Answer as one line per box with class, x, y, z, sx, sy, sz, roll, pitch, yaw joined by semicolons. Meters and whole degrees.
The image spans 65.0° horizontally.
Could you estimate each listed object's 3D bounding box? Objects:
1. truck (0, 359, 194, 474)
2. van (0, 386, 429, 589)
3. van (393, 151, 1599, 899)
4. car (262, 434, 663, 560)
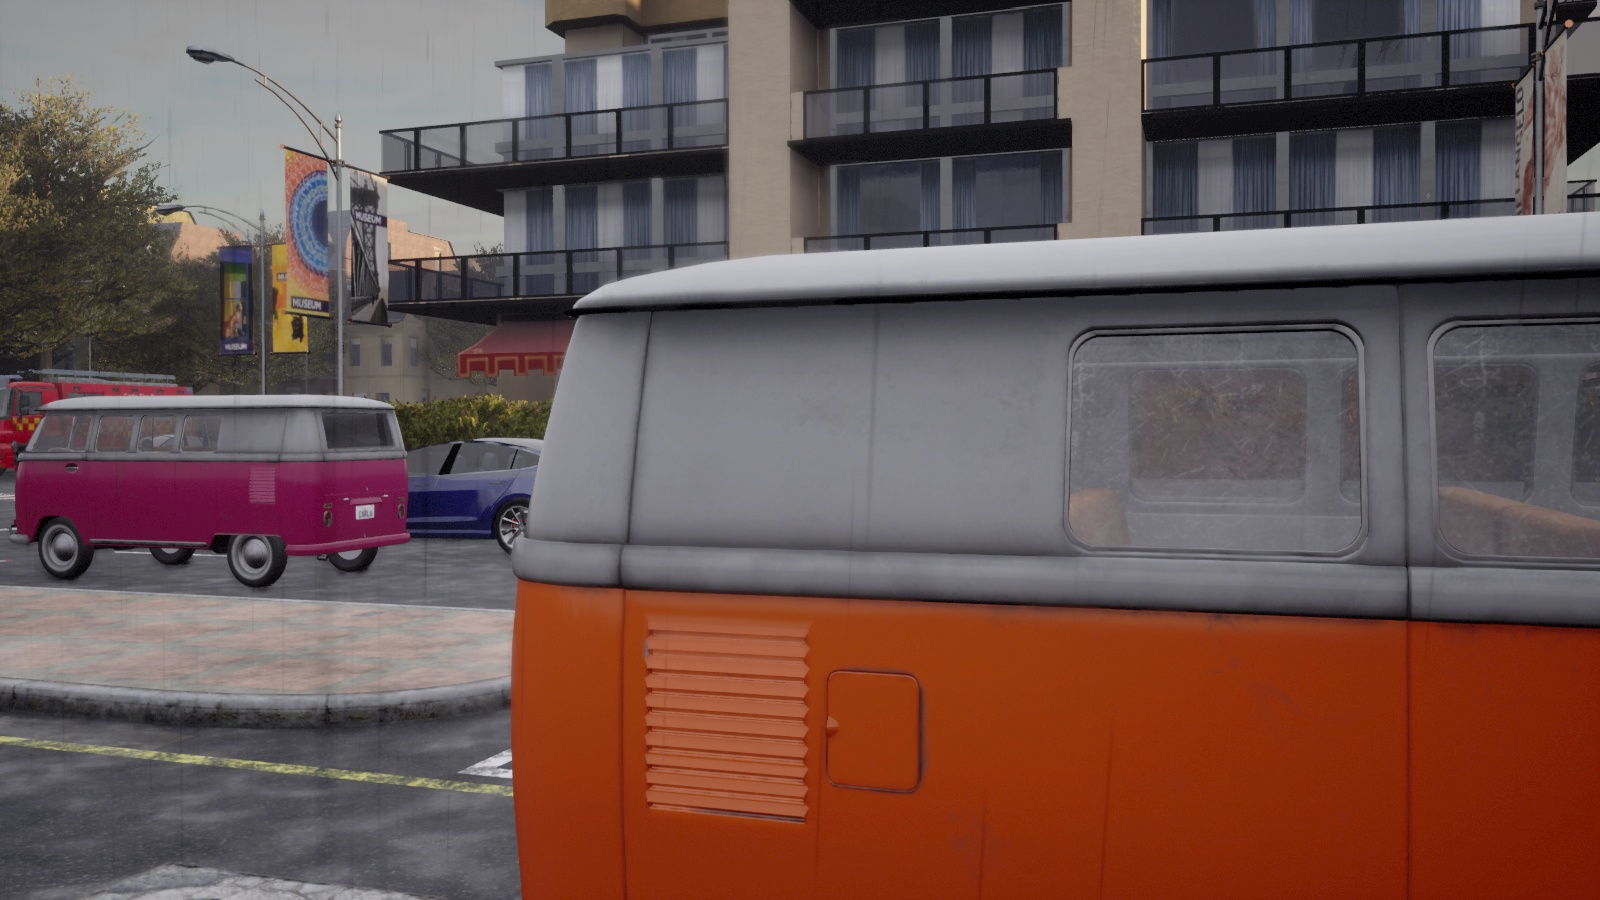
truck;-26.770;-1.180;46.298;2.891;3.827;8.468;1;1;18
van;-6.511;0.334;13.820;4.442;1.987;1.775;1;1;19
van;1.570;0.543;2.661;4.442;1.987;1.775;1;1;19
car;-4.484;0.540;16.834;4.792;1.488;2.163;1;1;19
